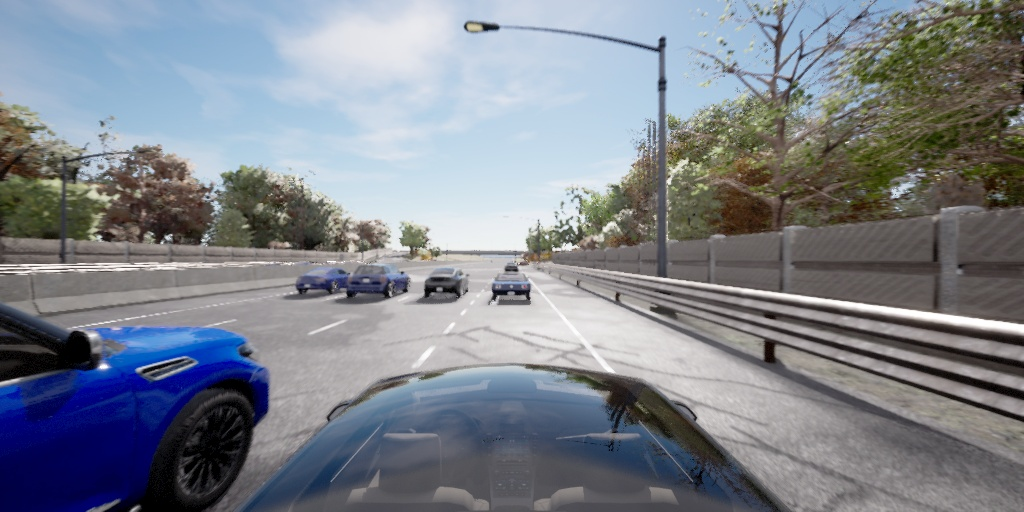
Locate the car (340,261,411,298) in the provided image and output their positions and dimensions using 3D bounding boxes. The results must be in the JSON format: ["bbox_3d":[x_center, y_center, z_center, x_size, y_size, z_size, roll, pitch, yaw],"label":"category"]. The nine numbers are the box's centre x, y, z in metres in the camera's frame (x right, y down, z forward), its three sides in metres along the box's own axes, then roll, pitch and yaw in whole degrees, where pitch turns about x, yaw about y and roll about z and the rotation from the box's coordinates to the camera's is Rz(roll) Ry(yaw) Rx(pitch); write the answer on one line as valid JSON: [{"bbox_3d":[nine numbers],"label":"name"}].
[{"bbox_3d":[-6.941,1.195,19.165,2.097,1.767,4.553,0,0,0],"label":"car"}]

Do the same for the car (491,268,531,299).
[{"bbox_3d":[-0.038,1.470,18.777,1.895,1.301,4.718,0,0,0],"label":"car"}]

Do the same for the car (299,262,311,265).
[{"bbox_3d":[-28.153,1.512,48.184,1.812,1.442,4.674,0,0,0],"label":"car"}]

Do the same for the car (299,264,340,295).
[{"bbox_3d":[-10.443,1.364,20.595,1.812,1.442,4.674,0,0,0],"label":"car"}]

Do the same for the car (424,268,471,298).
[{"bbox_3d":[-3.439,1.364,19.432,1.837,1.490,4.892,0,0,0],"label":"car"}]

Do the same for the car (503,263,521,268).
[{"bbox_3d":[-0.110,1.602,47.389,1.837,1.490,4.892,0,-1,0],"label":"car"}]

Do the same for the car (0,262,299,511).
[{"bbox_3d":[-3.407,0.953,1.111,2.150,2.045,5.566,0,0,-1],"label":"car"}]

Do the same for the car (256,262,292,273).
[{"bbox_3d":[-31.651,1.532,47.834,1.994,1.385,4.181,0,0,0],"label":"car"}]
